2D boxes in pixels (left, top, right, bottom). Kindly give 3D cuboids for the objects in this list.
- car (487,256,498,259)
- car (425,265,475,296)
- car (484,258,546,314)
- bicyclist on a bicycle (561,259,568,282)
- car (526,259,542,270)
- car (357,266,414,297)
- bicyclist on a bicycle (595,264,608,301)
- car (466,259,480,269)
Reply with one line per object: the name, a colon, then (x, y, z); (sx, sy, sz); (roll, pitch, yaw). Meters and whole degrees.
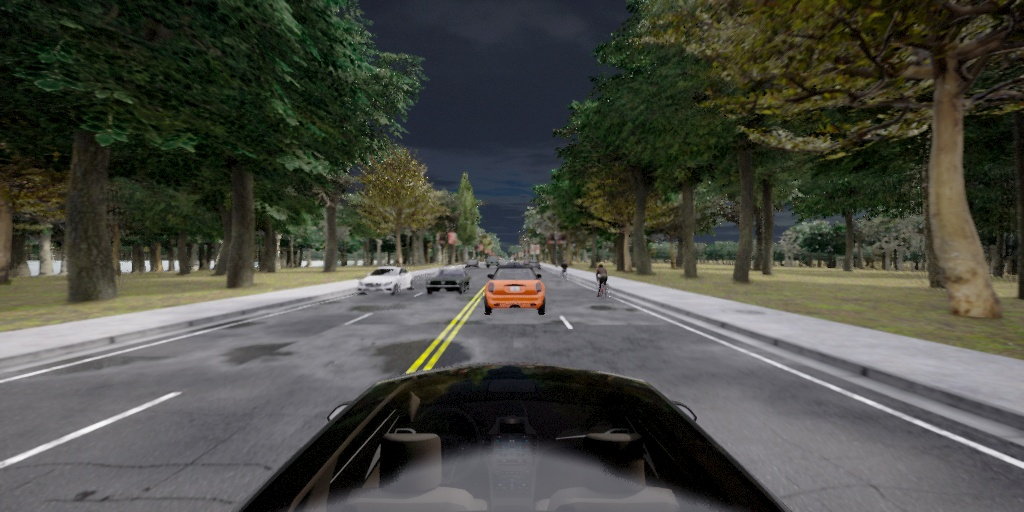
car: (-3.289, 1.066, 61.651); (2.150, 2.045, 5.566); (0, 0, 1)
car: (-3.349, 1.359, 19.661); (1.895, 1.301, 4.718); (0, 0, 0)
car: (0.098, 1.105, 13.942); (2.097, 1.767, 4.553); (0, 0, 0)
bicyclist on a bicycle: (4.141, 1.138, 28.438); (0.659, 1.776, 1.843); (0, 0, 0)
car: (3.350, 1.316, 55.962); (2.128, 1.511, 4.902); (0, 0, 0)
car: (-6.598, 1.283, 19.273); (1.812, 1.442, 4.674); (0, 0, 0)
bicyclist on a bicycle: (4.141, 1.208, 16.516); (0.582, 1.620, 1.656); (0, 0, 0)
car: (-6.540, 1.343, 60.426); (1.837, 1.490, 4.892); (0, 0, 1)
